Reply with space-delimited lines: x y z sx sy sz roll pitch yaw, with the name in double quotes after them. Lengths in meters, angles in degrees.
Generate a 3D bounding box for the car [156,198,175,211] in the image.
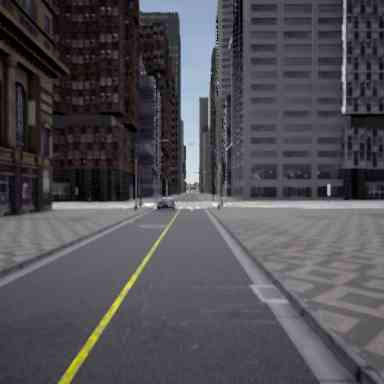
-3.036 1.458 39.531 1.994 1.385 4.181 0 0 1 "car"
